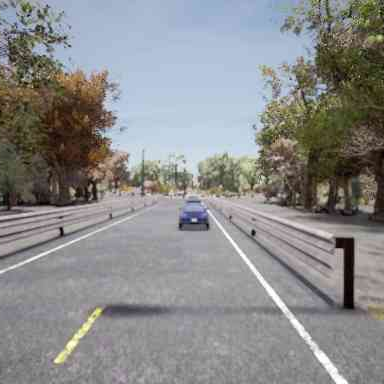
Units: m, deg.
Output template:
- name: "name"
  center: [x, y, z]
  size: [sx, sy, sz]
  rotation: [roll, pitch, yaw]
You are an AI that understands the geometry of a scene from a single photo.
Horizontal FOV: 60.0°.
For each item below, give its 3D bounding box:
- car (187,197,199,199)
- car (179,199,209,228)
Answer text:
- name: "car"
  center: [0.143, 1.332, 39.384]
  size: [1.837, 1.490, 4.892]
  rotation: [0, 0, 0]
- name: "car"
  center: [0.122, 1.434, 21.209]
  size: [1.812, 1.442, 4.674]
  rotation: [0, 0, 0]
